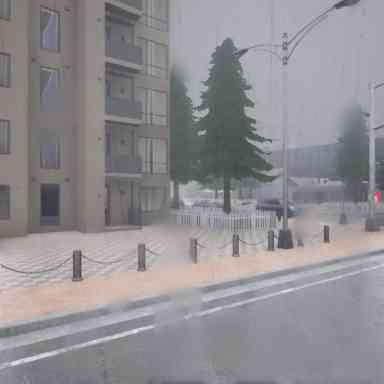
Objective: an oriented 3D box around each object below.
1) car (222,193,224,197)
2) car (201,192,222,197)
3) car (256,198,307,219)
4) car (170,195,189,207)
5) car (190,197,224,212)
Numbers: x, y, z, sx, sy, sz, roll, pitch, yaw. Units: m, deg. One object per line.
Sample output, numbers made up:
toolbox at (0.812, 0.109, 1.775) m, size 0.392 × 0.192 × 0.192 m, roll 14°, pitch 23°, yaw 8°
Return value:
car at (7.474, 1.092, 94.722) m, size 1.905 × 1.878 × 3.866 m, roll 0°, pitch 0°, yaw -37°
car at (5.388, 1.113, 92.658) m, size 1.932 × 1.855 × 4.605 m, roll 0°, pitch 0°, yaw -37°
car at (7.862, 1.367, 29.589) m, size 2.097 × 1.767 × 4.553 m, roll 0°, pitch 0°, yaw -37°
car at (-3.260, 1.563, 50.377) m, size 2.033 × 1.411 × 5.357 m, roll 0°, pitch 0°, yaw -37°
car at (1.819, 1.579, 37.578) m, size 1.994 × 1.385 × 4.181 m, roll 0°, pitch 0°, yaw -37°
